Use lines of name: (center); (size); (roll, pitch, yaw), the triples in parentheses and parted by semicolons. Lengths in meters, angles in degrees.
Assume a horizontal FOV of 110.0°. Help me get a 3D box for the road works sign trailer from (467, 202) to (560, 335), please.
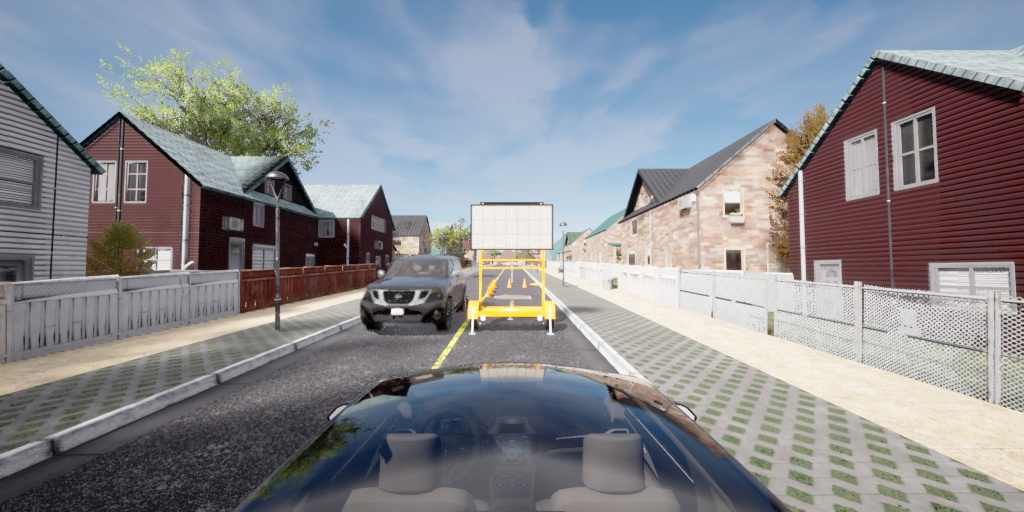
road works sign trailer: (-0.001, 0.227, 10.551); (2.380, 3.560, 2.880); (0, 0, 1)

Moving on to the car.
car: (-2.747, 0.986, 11.343); (2.150, 2.045, 5.566); (0, 0, 0)
